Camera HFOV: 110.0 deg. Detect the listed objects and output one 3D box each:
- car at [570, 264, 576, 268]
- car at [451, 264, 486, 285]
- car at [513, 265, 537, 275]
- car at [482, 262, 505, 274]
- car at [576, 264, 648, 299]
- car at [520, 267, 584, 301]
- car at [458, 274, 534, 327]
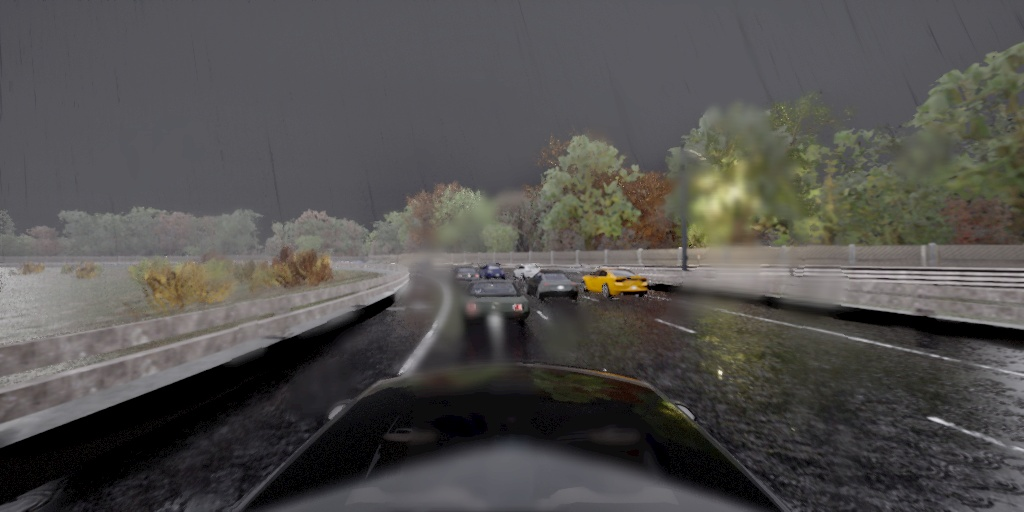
[{"bbox_3d":[6.998,1.470,38.381,1.895,1.301,4.718,0,-1,-44],"label":"car"},{"bbox_3d":[-3.798,1.545,28.719,2.033,1.411,5.357,0,-1,-15],"label":"car"},{"bbox_3d":[1.512,1.570,35.202,1.812,1.442,4.674,0,0,-17],"label":"car"},{"bbox_3d":[-2.005,1.568,34.766,1.812,1.442,4.674,0,-1,-17],"label":"car"},{"bbox_3d":[5.366,1.373,19.425,1.882,1.535,5.008,0,0,-10],"label":"car"},{"bbox_3d":[1.939,1.460,18.687,1.994,1.385,4.181,0,-1,-9],"label":"car"},{"bbox_3d":[-0.646,1.443,11.890,1.895,1.301,4.718,0,0,-5],"label":"car"}]
